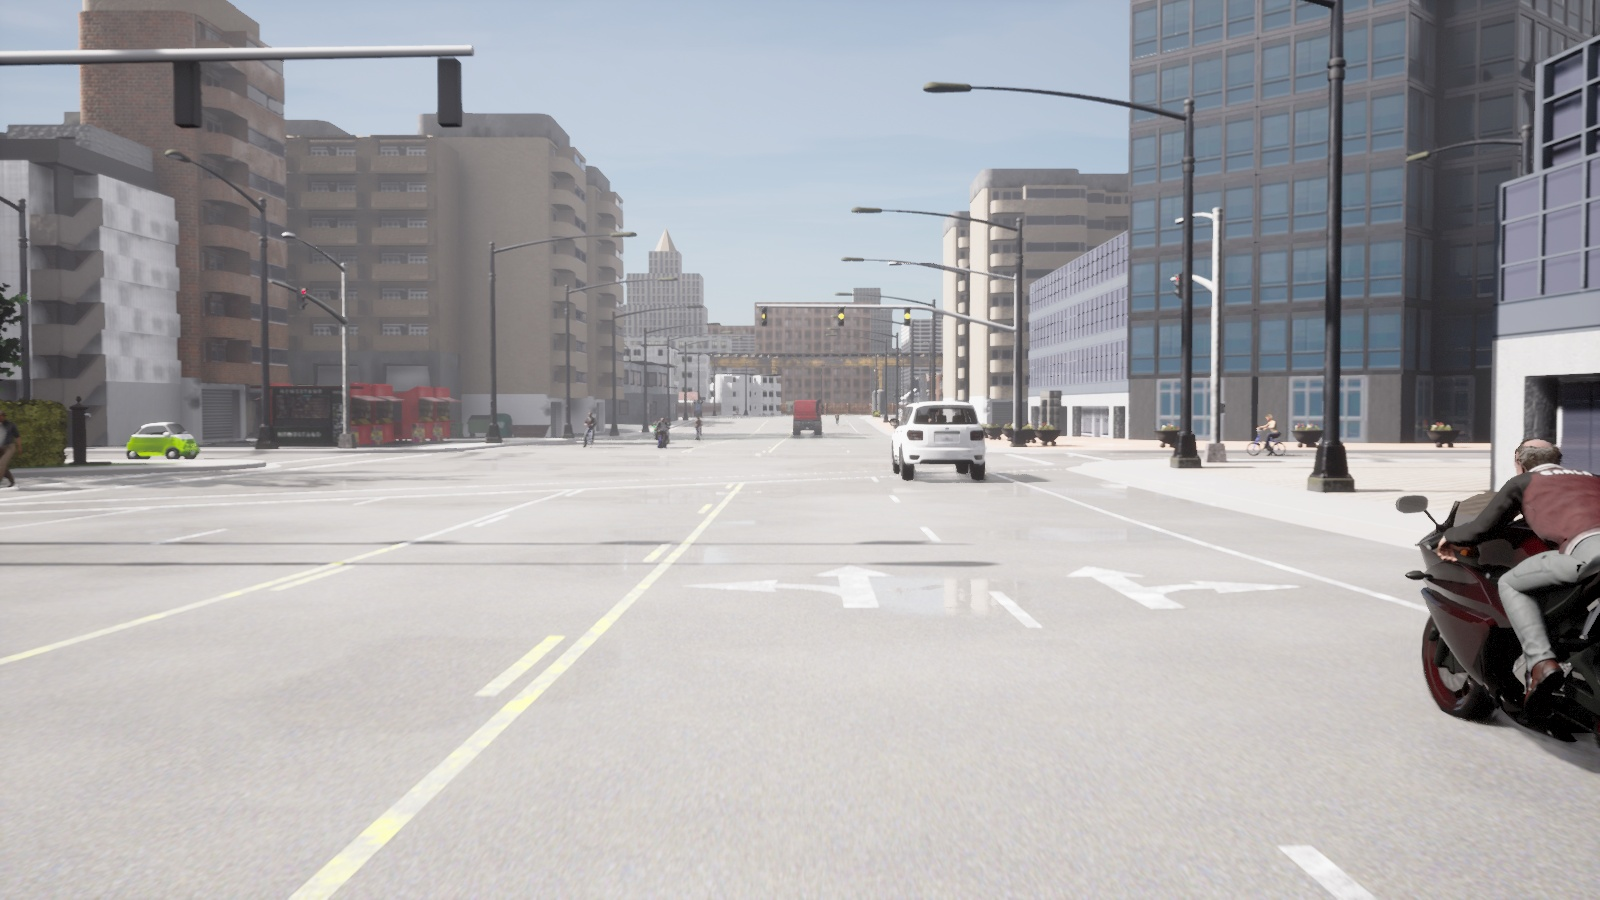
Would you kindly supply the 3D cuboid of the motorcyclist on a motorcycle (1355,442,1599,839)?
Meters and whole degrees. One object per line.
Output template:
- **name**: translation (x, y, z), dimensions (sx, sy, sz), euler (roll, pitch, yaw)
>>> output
- **motorcyclist on a motorcycle**: translation (3.549, 0.733, 5.957), dimensions (0.866, 1.530, 2.191), euler (0, 1, 0)

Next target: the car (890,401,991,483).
- **car**: translation (3.712, -0.290, 34.227), dimensions (2.150, 2.045, 5.566), euler (0, 2, 0)

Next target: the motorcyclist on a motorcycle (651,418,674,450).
- **motorcyclist on a motorcycle**: translation (-6.637, -0.799, 60.687), dimensions (0.866, 1.530, 2.191), euler (0, 1, 0)

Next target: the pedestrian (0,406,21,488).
- **pedestrian**: translation (-18.134, -0.072, 28.456), dimensions (0.540, 1.848, 0.694), euler (0, 2, -6)

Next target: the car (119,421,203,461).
- **car**: translation (-22.789, -0.340, 44.819), dimensions (2.207, 1.376, 1.481), euler (0, 2, 1)

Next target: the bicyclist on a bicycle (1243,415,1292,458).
- **bicyclist on a bicycle**: translation (17.780, -0.535, 47.768), dimensions (1.509, 1.612, 0.866), euler (0, 2, 1)
